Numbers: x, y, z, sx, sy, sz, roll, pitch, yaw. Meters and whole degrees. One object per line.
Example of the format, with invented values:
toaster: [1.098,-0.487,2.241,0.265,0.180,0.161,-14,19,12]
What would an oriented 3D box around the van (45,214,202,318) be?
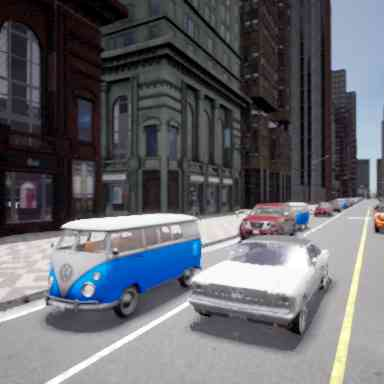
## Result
van: [-1.246,1.433,7.463,1.690,1.788,3.998,0,-1,28]

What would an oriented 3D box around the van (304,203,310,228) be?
van: [6.791,1.619,22.338,1.690,1.788,3.998,-1,-1,28]

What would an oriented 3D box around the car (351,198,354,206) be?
car: [30.905,2.433,66.965,1.947,1.339,4.313,-1,-1,28]

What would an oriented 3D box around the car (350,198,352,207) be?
car: [28.225,2.367,62.006,1.947,1.339,4.313,-1,-1,28]

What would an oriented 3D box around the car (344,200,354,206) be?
car: [36.263,2.545,76.883,1.887,1.381,4.507,-1,-1,28]

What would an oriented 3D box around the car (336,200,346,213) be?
car: [20.187,2.168,47.130,1.947,1.339,4.313,-1,-1,28]

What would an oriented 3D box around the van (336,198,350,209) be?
van: [25.546,2.076,57.051,1.690,1.788,3.998,-1,-1,28]

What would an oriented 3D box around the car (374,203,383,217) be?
car: [21.609,1.983,37.450,1.837,1.490,4.892,0,-1,29]

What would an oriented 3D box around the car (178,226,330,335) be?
car: [1.760,1.691,7.207,1.895,1.301,4.718,0,-1,28]

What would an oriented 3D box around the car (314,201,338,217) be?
car: [14.829,2.015,37.213,1.887,1.381,4.507,-1,-1,28]

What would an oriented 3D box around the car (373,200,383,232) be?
car: [13.169,1.627,21.853,2.097,1.767,4.553,0,-1,29]

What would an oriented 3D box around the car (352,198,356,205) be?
car: [33.583,2.249,71.927,2.192,1.841,5.009,-1,-1,28]

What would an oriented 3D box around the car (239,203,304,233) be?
car: [4.112,1.530,17.380,2.192,1.841,5.009,-1,-1,28]
